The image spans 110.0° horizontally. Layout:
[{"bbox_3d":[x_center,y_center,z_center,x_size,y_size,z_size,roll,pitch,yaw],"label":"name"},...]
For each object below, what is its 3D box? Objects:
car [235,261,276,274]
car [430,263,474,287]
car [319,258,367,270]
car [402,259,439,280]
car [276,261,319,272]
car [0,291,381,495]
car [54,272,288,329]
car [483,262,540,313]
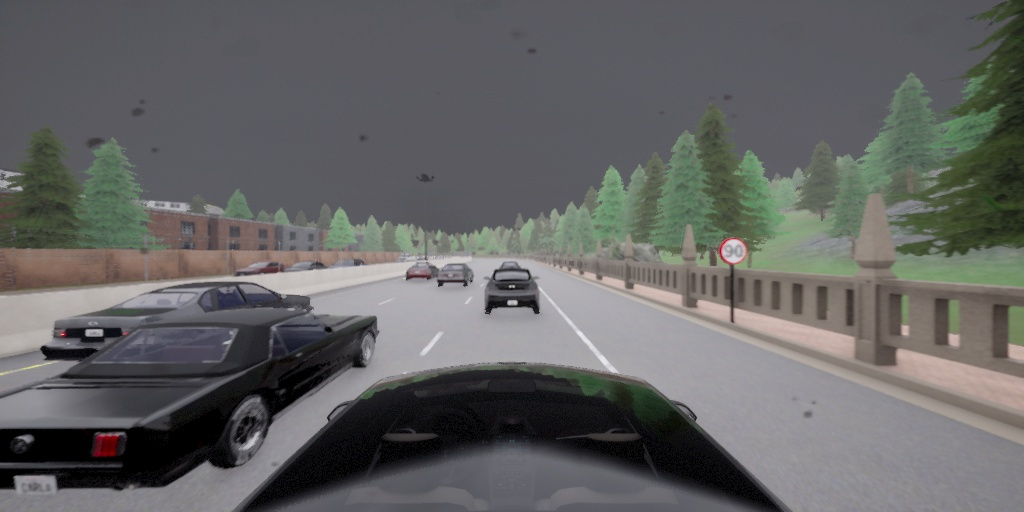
[{"bbox_3d":[-21.352,1.194,30.840,1.882,1.535,5.008,0,0,0],"label":"car"},{"bbox_3d":[-3.606,1.174,23.451,2.033,1.411,5.357,0,0,0],"label":"car"},{"bbox_3d":[-14.357,1.009,31.250,2.097,1.767,4.553,0,0,0],"label":"car"},{"bbox_3d":[-7.146,1.179,29.034,1.994,1.385,4.181,0,0,0],"label":"car"},{"bbox_3d":[-17.855,1.190,31.217,1.837,1.490,4.892,0,0,0],"label":"car"},{"bbox_3d":[-3.450,1.357,4.815,1.895,1.301,4.718,0,0,0],"label":"car"},{"bbox_3d":[-6.969,1.306,8.481,2.033,1.411,5.357,0,0,0],"label":"car"},{"bbox_3d":[-0.007,1.173,13.484,1.837,1.490,4.892,0,1,0],"label":"car"}]
